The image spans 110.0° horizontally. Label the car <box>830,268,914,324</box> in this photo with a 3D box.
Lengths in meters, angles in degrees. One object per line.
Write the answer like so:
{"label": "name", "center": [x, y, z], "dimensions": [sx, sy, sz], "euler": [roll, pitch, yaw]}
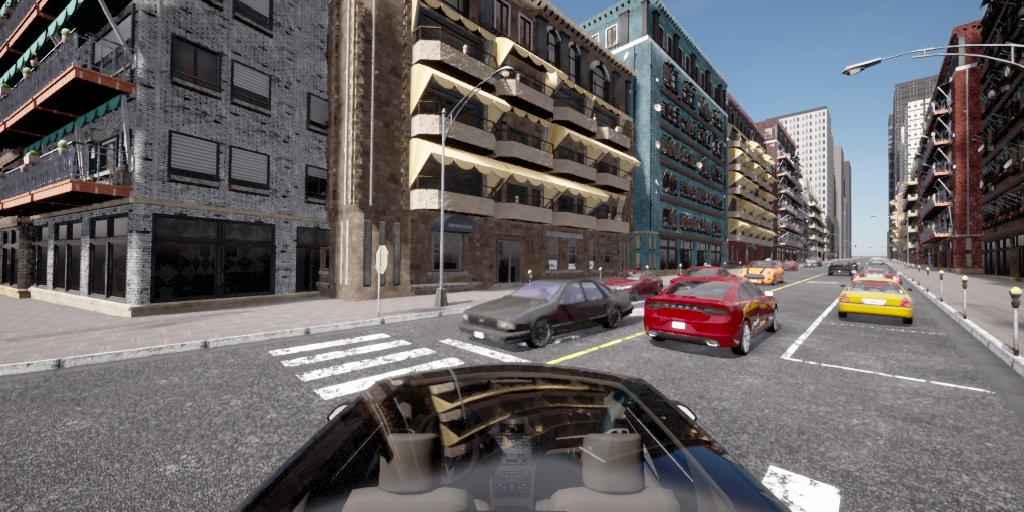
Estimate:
{"label": "car", "center": [12.073, 1.283, 11.957], "dimensions": [4.829, 1.417, 1.751], "euler": [0, 0, -44]}

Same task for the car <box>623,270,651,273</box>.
{"label": "car", "center": [6.051, 1.357, 17.789], "dimensions": [4.207, 1.307, 1.802], "euler": [0, 0, -44]}

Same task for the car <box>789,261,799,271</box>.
{"label": "car", "center": [37.721, 1.336, 48.802], "dimensions": [4.507, 1.381, 1.888], "euler": [0, 0, -44]}

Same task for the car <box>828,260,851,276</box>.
{"label": "car", "center": [34.239, 1.283, 37.300], "dimensions": [4.892, 1.490, 1.837], "euler": [0, 0, -45]}

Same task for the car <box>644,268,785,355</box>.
{"label": "car", "center": [5.094, 1.235, 8.891], "dimensions": [5.008, 1.535, 1.882], "euler": [0, 0, -44]}

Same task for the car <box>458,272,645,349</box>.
{"label": "car", "center": [1.228, 1.310, 9.538], "dimensions": [5.357, 1.411, 2.033], "euler": [0, 0, -43]}

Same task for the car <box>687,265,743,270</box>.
{"label": "car", "center": [9.285, 1.249, 17.333], "dimensions": [5.008, 1.535, 1.882], "euler": [0, 0, -44]}

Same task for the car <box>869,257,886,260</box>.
{"label": "car", "center": [43.622, 1.213, 42.850], "dimensions": [4.097, 1.591, 1.967], "euler": [0, 0, -44]}

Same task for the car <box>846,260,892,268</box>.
{"label": "car", "center": [19.870, 1.204, 19.590], "dimensions": [4.097, 1.591, 1.967], "euler": [0, 0, -44]}

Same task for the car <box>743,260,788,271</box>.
{"label": "car", "center": [17.914, 1.130, 25.768], "dimensions": [4.553, 1.767, 2.097], "euler": [0, 0, -44]}
